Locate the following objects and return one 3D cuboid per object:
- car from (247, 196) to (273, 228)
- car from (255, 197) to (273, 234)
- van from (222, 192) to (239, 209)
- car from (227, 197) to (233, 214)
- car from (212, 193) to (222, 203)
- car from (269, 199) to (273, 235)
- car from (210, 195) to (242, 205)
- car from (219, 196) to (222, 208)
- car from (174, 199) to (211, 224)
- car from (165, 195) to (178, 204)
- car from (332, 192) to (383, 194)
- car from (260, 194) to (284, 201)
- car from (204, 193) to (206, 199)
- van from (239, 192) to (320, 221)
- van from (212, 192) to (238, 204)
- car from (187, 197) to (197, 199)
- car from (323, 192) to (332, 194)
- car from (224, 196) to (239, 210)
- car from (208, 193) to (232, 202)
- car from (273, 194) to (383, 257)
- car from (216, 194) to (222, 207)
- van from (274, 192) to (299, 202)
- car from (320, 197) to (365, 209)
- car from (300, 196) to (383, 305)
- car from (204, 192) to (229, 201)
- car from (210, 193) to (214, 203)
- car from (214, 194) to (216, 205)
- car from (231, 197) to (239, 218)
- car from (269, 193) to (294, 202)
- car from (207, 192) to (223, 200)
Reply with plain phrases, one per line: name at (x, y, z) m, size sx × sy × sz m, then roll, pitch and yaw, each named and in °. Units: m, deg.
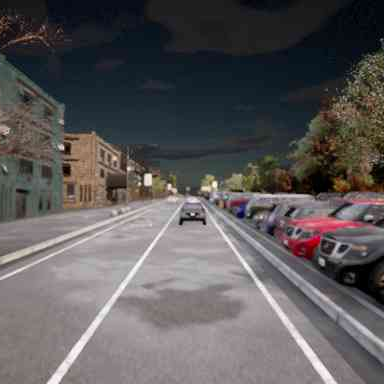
car at (5.681, 1.274, 18.603) m, size 4.553 × 1.767 × 2.185 m, roll 0°, pitch 0°, yaw 0°
car at (5.623, 1.286, 15.800) m, size 4.553 × 1.767 × 2.185 m, roll 0°, pitch 0°, yaw 0°
van at (5.510, 1.111, 32.618) m, size 4.442 × 1.987 × 1.878 m, roll 0°, pitch 0°, yaw 0°
car at (5.606, 1.391, 27.013) m, size 4.792 × 1.488 × 2.163 m, roll 0°, pitch 0°, yaw 0°
car at (5.574, 1.314, 46.634) m, size 4.792 × 1.488 × 2.163 m, roll 0°, pitch 0°, yaw 0°
car at (5.628, 1.299, 12.996) m, size 4.553 × 1.767 × 2.185 m, roll 0°, pitch 0°, yaw 0°
car at (5.583, 1.271, 55.043) m, size 5.008 × 1.535 × 2.097 m, roll 0°, pitch 0°, yaw 0°
car at (5.651, 1.354, 35.423) m, size 4.792 × 1.488 × 2.163 m, roll 0°, pitch 0°, yaw 0°
car at (0.059, 1.451, 23.547) m, size 2.033 × 1.411 × 5.357 m, roll 0°, pitch 0°, yaw 0°
car at (-3.322, 1.328, 56.637) m, size 1.812 × 1.442 × 4.674 m, roll 0°, pitch 0°, yaw 0°
car at (18.672, 1.072, 35.809) m, size 5.566 × 2.045 × 2.435 m, roll 0°, pitch 0°, yaw 0°
car at (18.657, 1.270, 77.459) m, size 5.008 × 1.535 × 2.097 m, roll 0°, pitch 0°, yaw 0°
car at (5.601, 1.006, 69.058) m, size 5.566 × 2.045 × 2.435 m, roll 0°, pitch 0°, yaw 0°
van at (5.528, 1.161, 21.405) m, size 4.442 × 1.987 × 1.878 m, roll 0°, pitch 0°, yaw 0°
van at (5.701, 1.042, 57.846) m, size 4.442 × 1.987 × 1.878 m, roll 0°, pitch 0°, yaw 0°
car at (0.005, 1.349, 43.969) m, size 1.812 × 1.442 × 4.674 m, roll 0°, pitch 0°, yaw 0°
car at (18.667, 1.060, 38.471) m, size 5.566 × 2.045 × 2.435 m, roll 0°, pitch 0°, yaw 0°
car at (5.602, 1.379, 29.816) m, size 4.792 × 1.488 × 2.163 m, roll 0°, pitch 0°, yaw 0°
car at (5.543, 1.132, 66.257) m, size 4.553 × 1.767 × 2.185 m, roll 0°, pitch 0°, yaw 0°
car at (5.636, 1.186, 10.192) m, size 5.566 × 2.045 × 2.435 m, roll 0°, pitch 0°, yaw 0°
car at (5.802, 1.308, 38.226) m, size 5.366 × 1.575 × 1.946 m, roll 0°, pitch 0°, yaw 0°
van at (18.770, 1.032, 66.323) m, size 4.442 × 1.987 × 1.878 m, roll 0°, pitch 0°, yaw 0°
car at (18.689, 1.340, 41.380) m, size 4.674 × 1.452 × 2.002 m, roll 0°, pitch 0°, yaw 0°
car at (5.640, 1.198, 7.389) m, size 5.566 × 2.045 × 2.435 m, roll 0°, pitch 0°, yaw 0°
car at (5.600, 1.020, 77.468) m, size 5.566 × 2.045 × 2.435 m, roll 0°, pitch 0°, yaw 0°
car at (5.594, 1.279, 49.432) m, size 4.892 × 1.521 × 2.231 m, roll 0°, pitch 0°, yaw 0°
car at (5.607, 1.300, 41.026) m, size 5.008 × 1.535 × 2.097 m, roll 0°, pitch 0°, yaw 0°
car at (5.635, 1.374, 24.210) m, size 5.008 × 1.535 × 2.097 m, roll 0°, pitch 0°, yaw 0°
car at (18.621, 1.132, 69.104) m, size 4.553 × 1.767 × 2.185 m, roll 0°, pitch 0°, yaw 0°
car at (5.622, 1.024, 52.238) m, size 5.566 × 2.045 × 2.435 m, roll 0°, pitch 0°, yaw 0°
